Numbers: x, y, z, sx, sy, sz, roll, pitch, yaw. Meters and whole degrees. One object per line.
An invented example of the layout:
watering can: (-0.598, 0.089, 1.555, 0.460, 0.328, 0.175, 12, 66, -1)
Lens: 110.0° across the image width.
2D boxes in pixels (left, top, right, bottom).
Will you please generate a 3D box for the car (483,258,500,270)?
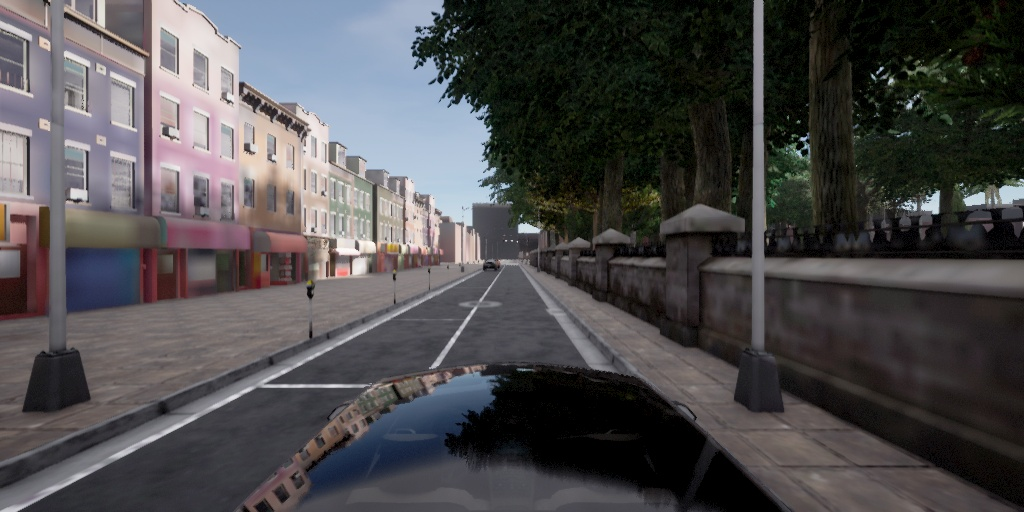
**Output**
car: (-3.015, 1.207, 50.338, 1.882, 1.535, 5.008, 0, 0, 0)
